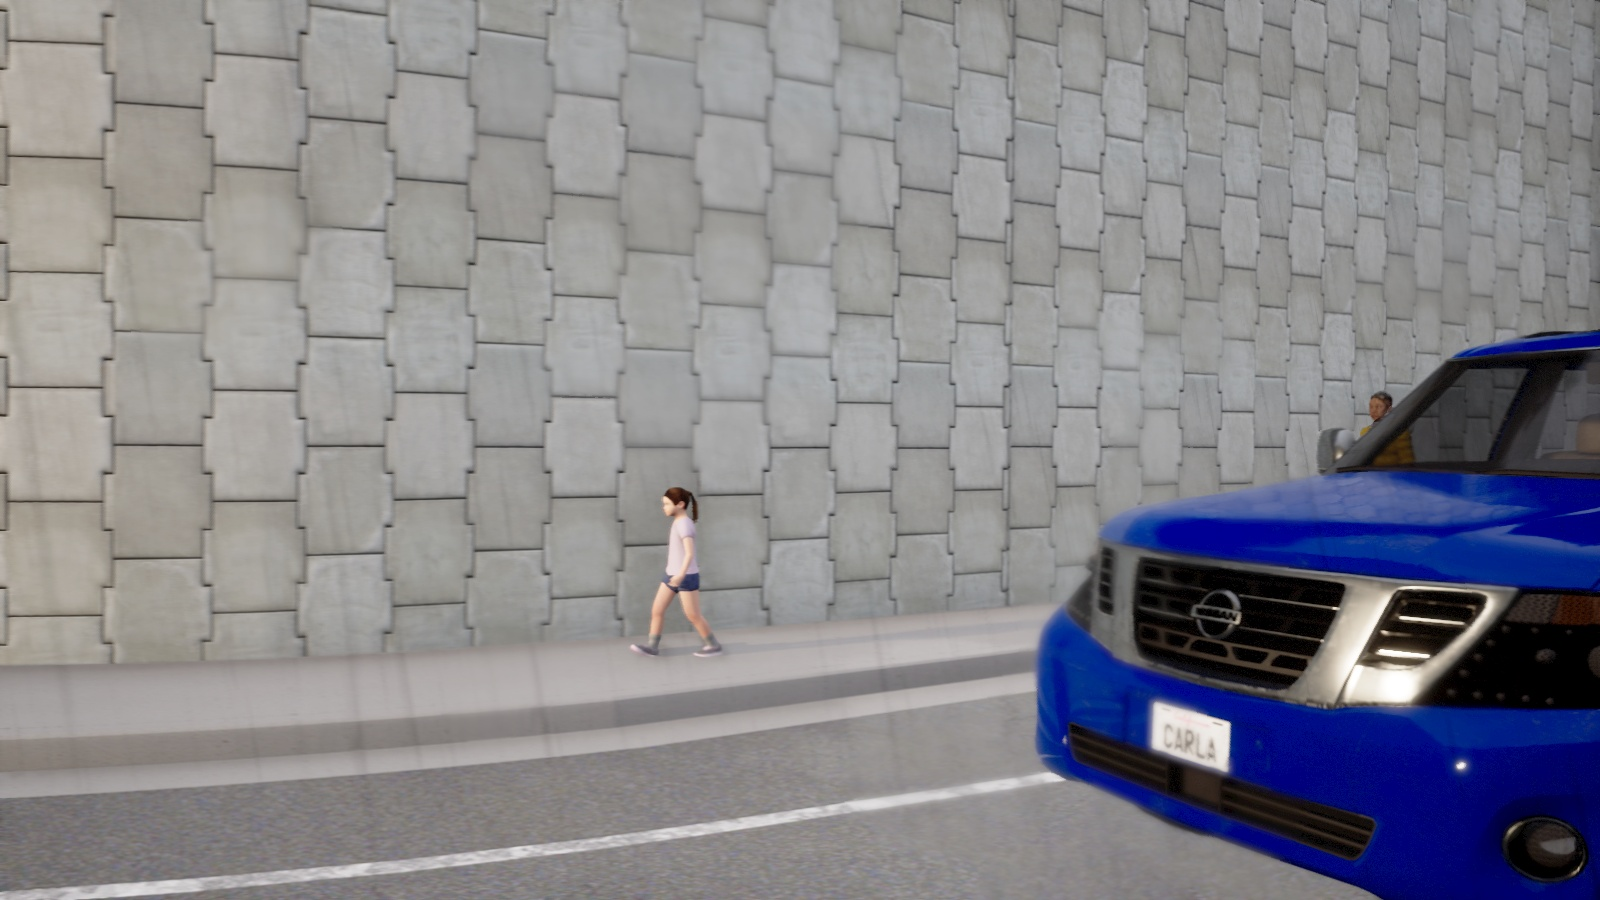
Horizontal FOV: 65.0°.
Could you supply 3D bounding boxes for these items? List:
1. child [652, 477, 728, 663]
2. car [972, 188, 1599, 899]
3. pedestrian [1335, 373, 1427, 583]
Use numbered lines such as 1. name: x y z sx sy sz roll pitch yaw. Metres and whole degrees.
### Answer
1. child: -0.688 0.735 7.834 0.394 1.110 0.255 -1 1 -25
2. car: 3.604 0.408 4.953 5.566 2.045 2.150 -1 1 -28
3. pedestrian: 5.270 0.236 11.381 0.709 1.840 0.431 -1 1 -32
